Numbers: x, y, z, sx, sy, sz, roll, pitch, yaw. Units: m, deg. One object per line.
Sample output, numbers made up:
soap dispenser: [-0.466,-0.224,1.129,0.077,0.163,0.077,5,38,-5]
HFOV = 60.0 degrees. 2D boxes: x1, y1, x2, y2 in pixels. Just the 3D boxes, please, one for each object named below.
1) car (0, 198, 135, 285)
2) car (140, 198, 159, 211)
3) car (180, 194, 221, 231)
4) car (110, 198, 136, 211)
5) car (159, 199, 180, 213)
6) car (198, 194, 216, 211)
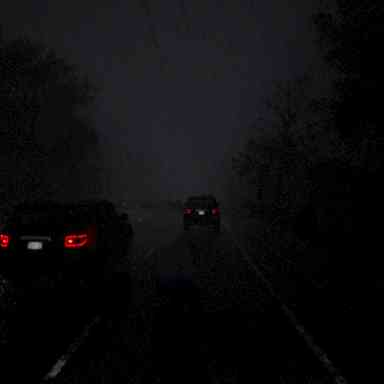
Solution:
car: [-3.259,1.230,9.714,2.150,2.045,5.566,0,0,1]
car: [-5.226,1.517,42.056,1.882,1.535,5.008,0,0,5]
car: [0.635,1.246,21.152,2.150,2.045,5.566,0,0,2]
car: [-8.713,1.516,42.342,1.882,1.535,5.008,0,0,5]
car: [-1.921,1.528,36.868,2.128,1.511,4.902,0,0,4]
car: [2.039,1.265,42.632,2.150,2.045,5.566,0,0,5]
